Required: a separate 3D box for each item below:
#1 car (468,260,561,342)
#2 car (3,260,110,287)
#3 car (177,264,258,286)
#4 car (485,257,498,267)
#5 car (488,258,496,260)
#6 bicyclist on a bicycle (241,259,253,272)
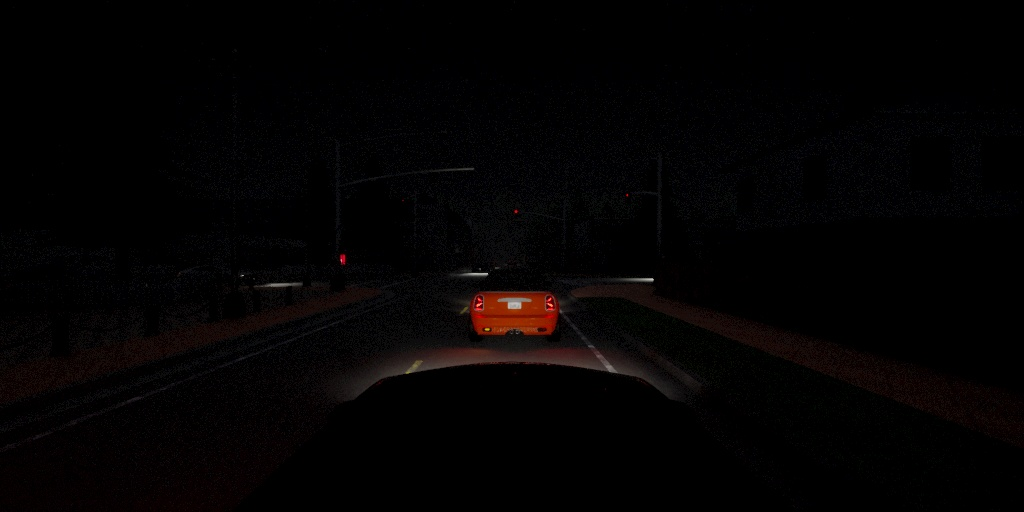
[{"bbox_3d":[0.066,1.102,9.970,2.097,1.767,4.553,0,0,0],"label":"car"},{"bbox_3d":[-30.191,1.243,24.139,5.008,1.535,1.882,0,0,-1],"label":"car"},{"bbox_3d":[-20.012,1.291,24.456,4.674,1.442,1.812,0,0,-2],"label":"car"},{"bbox_3d":[-3.598,1.102,64.376,2.097,1.767,4.553,0,0,0],"label":"car"},{"bbox_3d":[-3.626,1.314,53.710,1.994,1.385,4.181,0,0,0],"label":"car"},{"bbox_3d":[-23.577,1.066,31.814,0.582,1.620,1.656,0,0,-2],"label":"bicyclist on a bicycle"}]
